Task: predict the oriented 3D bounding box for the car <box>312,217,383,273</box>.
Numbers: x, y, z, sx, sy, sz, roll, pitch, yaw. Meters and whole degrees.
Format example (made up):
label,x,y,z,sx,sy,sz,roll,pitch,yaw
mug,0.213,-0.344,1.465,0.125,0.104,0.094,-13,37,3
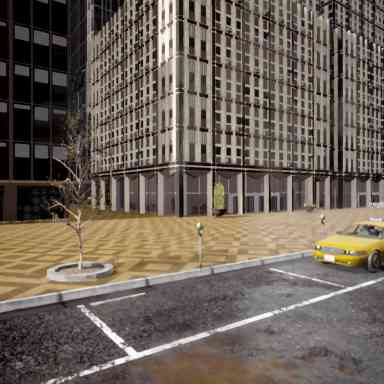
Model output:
label,x,y,z,sx,sy,sz,roll,pitch,yaw
car,5.799,1.526,10.687,4.829,1.417,1.752,0,0,-35
